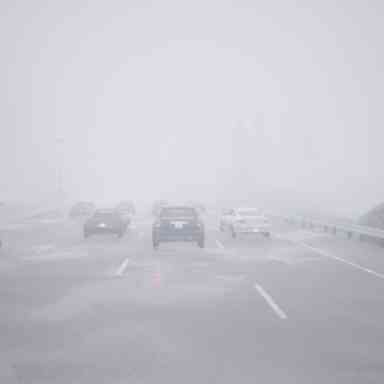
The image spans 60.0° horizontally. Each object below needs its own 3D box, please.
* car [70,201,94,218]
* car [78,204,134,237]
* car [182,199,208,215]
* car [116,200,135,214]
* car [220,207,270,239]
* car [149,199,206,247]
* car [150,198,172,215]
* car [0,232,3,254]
[{"bbox_3d":[-9.497,1.510,29.443,2.033,1.411,5.357,0,0,-10],"label":"car"},{"bbox_3d":[-4.447,1.539,17.806,1.994,1.385,4.181,0,0,-5],"label":"car"},{"bbox_3d":[0.231,1.462,34.511,1.812,1.442,4.674,0,0,-10],"label":"car"},{"bbox_3d":[-7.026,1.512,35.150,1.994,1.385,4.181,0,0,-11],"label":"car"},{"bbox_3d":[2.648,1.489,17.210,1.812,1.442,4.674,0,0,-5],"label":"car"},{"bbox_3d":[-0.684,1.326,15.004,2.097,1.767,4.553,0,0,-5],"label":"car"},{"bbox_3d":[-3.224,1.448,33.924,1.837,1.490,4.892,0,0,-10],"label":"car"},{"bbox_3d":[-7.281,1.473,9.326,1.882,1.535,5.008,0,0,-3],"label":"car"}]
